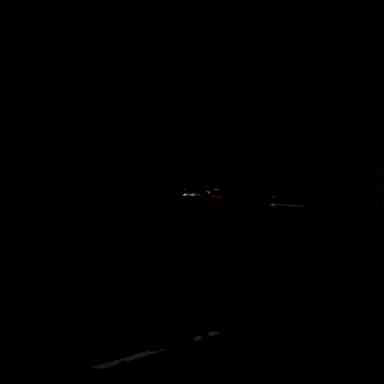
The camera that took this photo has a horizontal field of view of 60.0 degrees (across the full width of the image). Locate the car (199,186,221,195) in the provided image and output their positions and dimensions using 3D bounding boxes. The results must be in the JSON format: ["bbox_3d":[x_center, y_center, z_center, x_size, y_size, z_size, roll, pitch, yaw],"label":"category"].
[{"bbox_3d":[2.856,-0.285,54.408,2.128,1.511,4.902,2,2,-27],"label":"car"}]

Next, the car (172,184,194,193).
[{"bbox_3d":[-1.747,-0.662,63.212,2.033,1.411,5.357,2,2,-27],"label":"car"}]

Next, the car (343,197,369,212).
[{"bbox_3d":[14.176,1.068,25.516,1.895,1.301,4.718,2,2,-27],"label":"car"}]

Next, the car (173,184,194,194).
[{"bbox_3d":[-1.440,-0.491,56.060,1.837,1.490,4.892,2,1,-27],"label":"car"}]

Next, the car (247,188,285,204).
[{"bbox_3d":[8.232,0.386,37.120,1.882,1.535,5.008,2,2,-28],"label":"car"}]
